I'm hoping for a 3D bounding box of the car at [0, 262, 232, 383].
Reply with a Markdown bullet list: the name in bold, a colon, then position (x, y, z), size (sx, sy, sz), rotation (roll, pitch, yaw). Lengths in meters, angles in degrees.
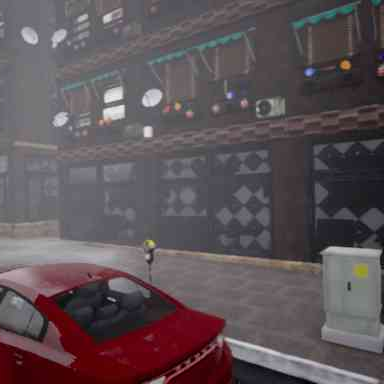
- **car**: position (-1.735, 1.521, 3.904), size (4.507, 1.381, 1.887), rotation (0, -1, 34)
